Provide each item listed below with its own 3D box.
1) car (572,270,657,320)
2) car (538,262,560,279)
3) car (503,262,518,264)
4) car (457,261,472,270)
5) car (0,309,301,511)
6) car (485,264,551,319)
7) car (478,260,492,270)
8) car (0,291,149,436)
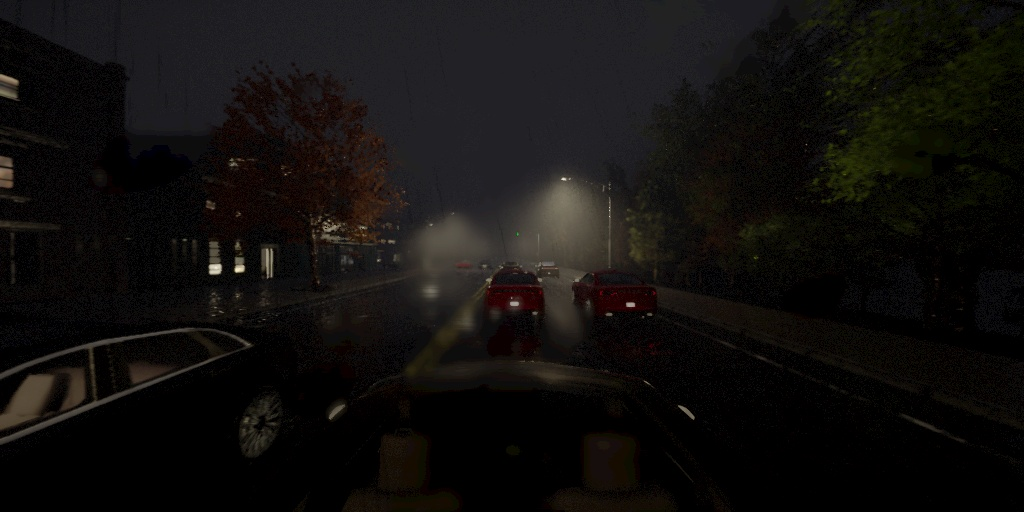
[{"bbox_3d":[3.346,1.226,12.594,1.882,1.535,5.008,0,0,0],"label":"car"},{"bbox_3d":[3.130,1.237,32.178,2.128,1.511,4.902,0,0,-1],"label":"car"},{"bbox_3d":[-0.126,1.251,32.493,1.837,1.490,4.892,0,0,-1],"label":"car"},{"bbox_3d":[-7.092,1.348,53.915,1.895,1.301,4.718,0,0,-1],"label":"car"},{"bbox_3d":[-3.351,1.242,2.129,2.128,1.511,4.902,0,0,0],"label":"car"},{"bbox_3d":[0.097,1.226,12.801,1.882,1.535,5.008,0,0,0],"label":"car"},{"bbox_3d":[-3.833,1.271,52.458,1.812,1.442,4.674,0,0,0],"label":"car"},{"bbox_3d":[-6.601,1.276,3.285,1.812,1.442,4.674,0,0,0],"label":"car"}]
